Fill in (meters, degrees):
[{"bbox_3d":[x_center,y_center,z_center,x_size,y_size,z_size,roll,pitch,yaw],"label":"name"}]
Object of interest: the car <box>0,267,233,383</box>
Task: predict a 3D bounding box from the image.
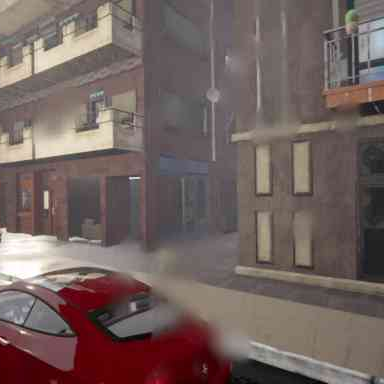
[{"bbox_3d":[-1.545,1.583,3.955,4.206,1.307,1.802,0,-1,36],"label":"car"}]
